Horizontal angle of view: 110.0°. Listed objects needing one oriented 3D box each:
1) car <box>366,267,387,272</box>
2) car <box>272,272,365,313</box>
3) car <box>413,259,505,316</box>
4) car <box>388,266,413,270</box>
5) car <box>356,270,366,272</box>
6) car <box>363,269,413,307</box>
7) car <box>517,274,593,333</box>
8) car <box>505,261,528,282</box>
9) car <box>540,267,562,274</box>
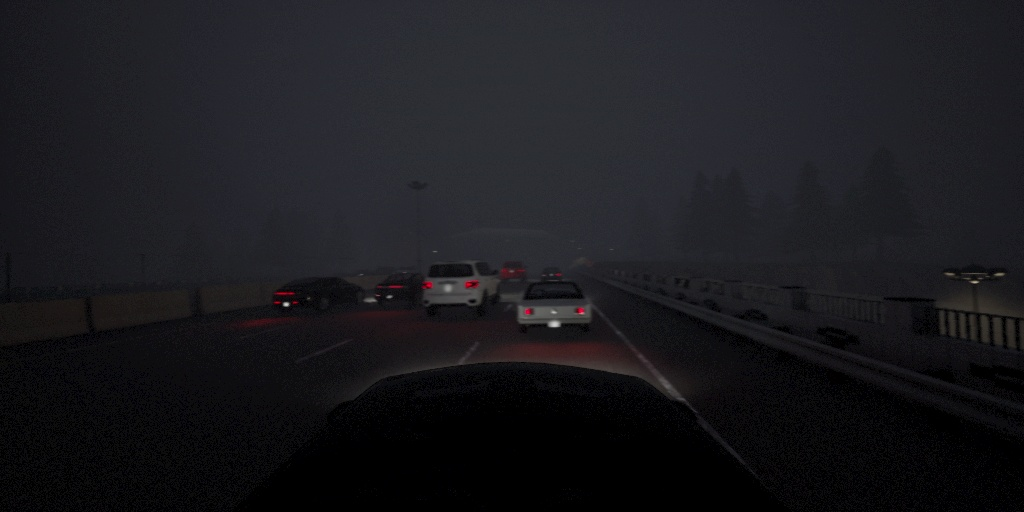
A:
[{"bbox_3d":[-18.943,2.607,53.306,2.150,2.045,5.566,-2,-2,6],"label":"car"},{"bbox_3d":[-8.689,1.695,16.619,1.837,1.490,4.892,-2,-1,6],"label":"car"},{"bbox_3d":[-1.865,1.177,14.725,2.150,2.045,5.566,-2,-1,6],"label":"car"},{"bbox_3d":[-15.497,2.458,52.661,2.150,2.045,5.566,-2,-2,6],"label":"car"},{"bbox_3d":[-22.418,2.827,53.686,2.097,1.767,4.553,-2,-1,6],"label":"car"},{"bbox_3d":[-5.034,1.593,17.905,2.128,1.511,4.902,-2,-1,6],"label":"car"},{"bbox_3d":[1.273,1.411,11.036,1.895,1.301,4.718,-2,-1,6],"label":"car"},{"bbox_3d":[0.264,1.523,34.624,2.150,2.045,5.566,-2,-1,6],"label":"car"},{"bbox_3d":[3.585,1.702,32.688,2.033,1.411,5.357,-2,-1,6],"label":"car"}]
